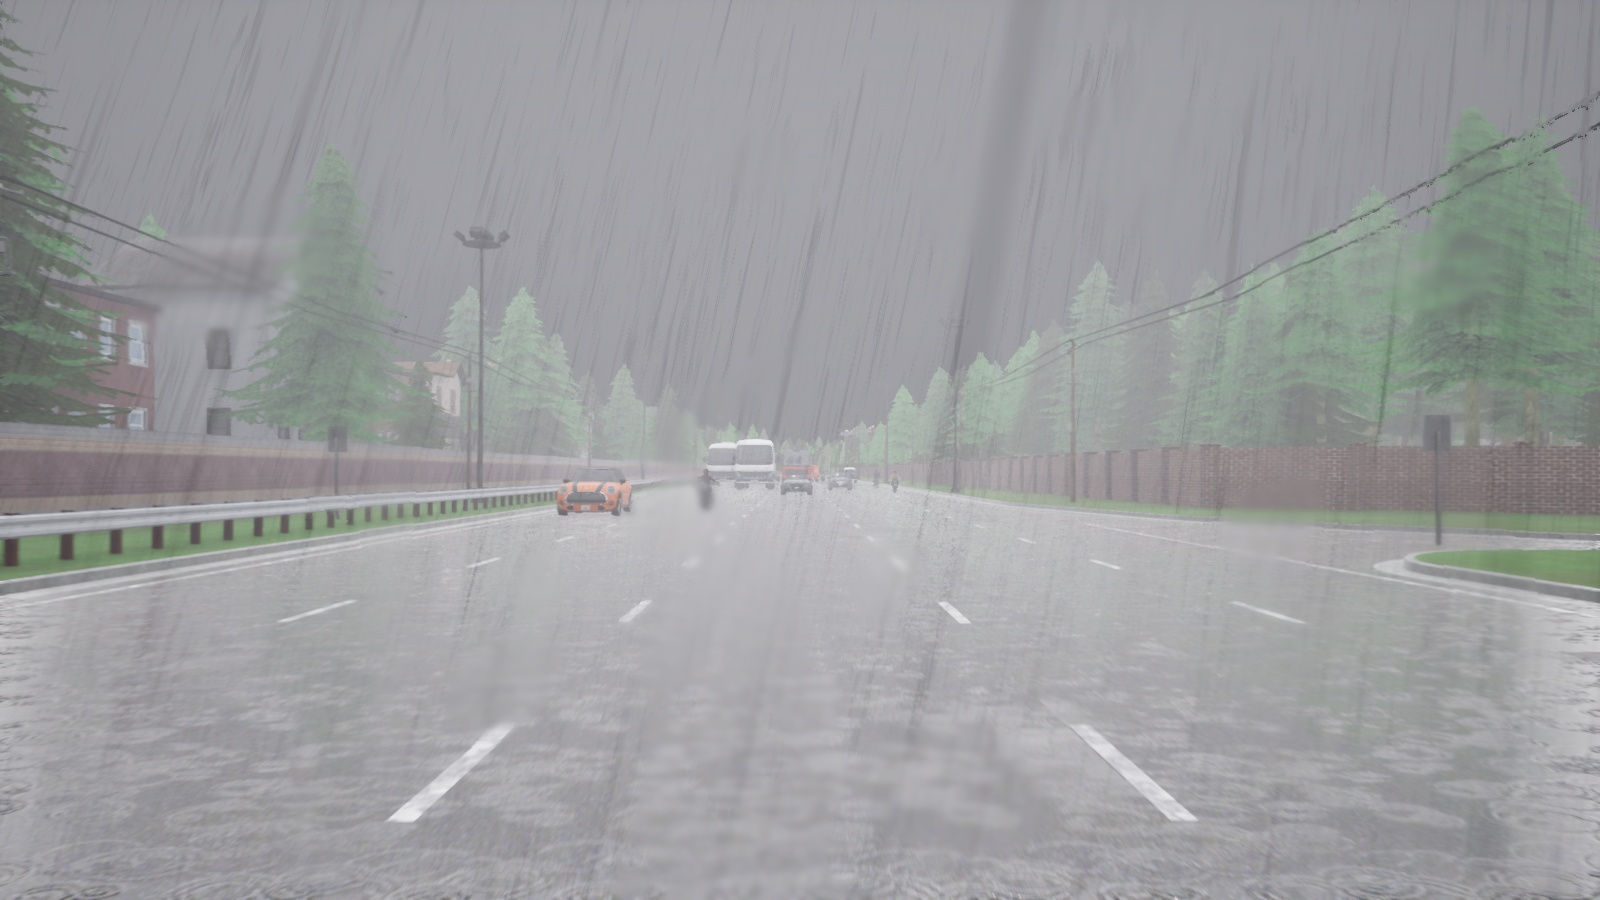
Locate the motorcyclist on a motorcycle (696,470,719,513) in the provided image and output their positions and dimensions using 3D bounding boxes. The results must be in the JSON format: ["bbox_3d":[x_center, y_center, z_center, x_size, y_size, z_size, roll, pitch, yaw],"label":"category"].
[{"bbox_3d":[-3.622,1.604,49.354,0.766,1.649,2.350,0,-1,0],"label":"motorcyclist on a motorcycle"}]

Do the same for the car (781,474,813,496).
[{"bbox_3d":[-0.203,2.254,82.260,1.994,1.385,4.181,0,-1,0],"label":"car"}]

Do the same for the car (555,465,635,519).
[{"bbox_3d":[-7.109,1.437,43.990,2.097,1.767,4.553,0,-1,0],"label":"car"}]
